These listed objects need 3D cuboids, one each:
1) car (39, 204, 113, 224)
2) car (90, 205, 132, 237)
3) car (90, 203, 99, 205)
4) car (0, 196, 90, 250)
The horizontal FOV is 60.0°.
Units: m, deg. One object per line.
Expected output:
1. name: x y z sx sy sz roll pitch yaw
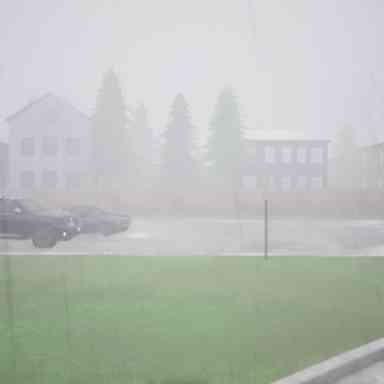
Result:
1. car: -8.370 1.575 24.329 4.718 1.301 1.895 0 0 0
2. car: -5.471 1.548 17.329 4.181 1.385 1.994 0 0 0
3. car: -6.252 1.488 20.832 4.892 1.490 1.837 0 0 0
4. car: -7.475 1.197 13.832 5.566 2.045 2.150 0 0 0
